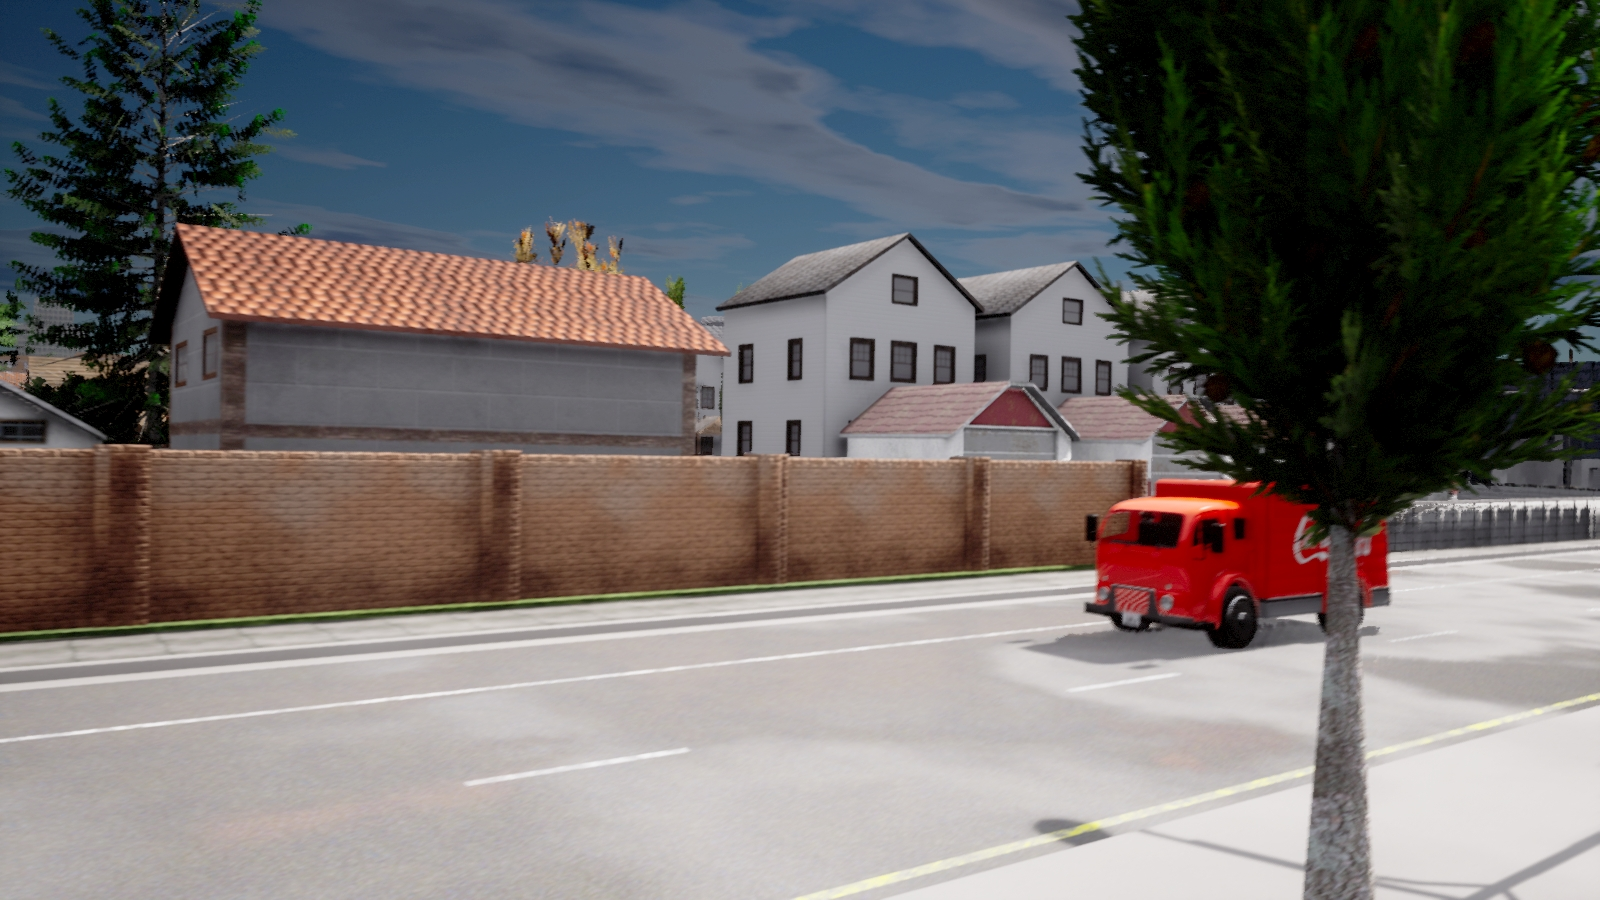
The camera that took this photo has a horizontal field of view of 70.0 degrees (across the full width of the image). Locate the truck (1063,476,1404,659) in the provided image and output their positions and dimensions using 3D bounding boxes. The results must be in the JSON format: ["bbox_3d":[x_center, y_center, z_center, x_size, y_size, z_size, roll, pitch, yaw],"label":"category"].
[{"bbox_3d":[7.059,1.700,18.453,5.204,2.467,2.627,1,0,-35],"label":"truck"}]
